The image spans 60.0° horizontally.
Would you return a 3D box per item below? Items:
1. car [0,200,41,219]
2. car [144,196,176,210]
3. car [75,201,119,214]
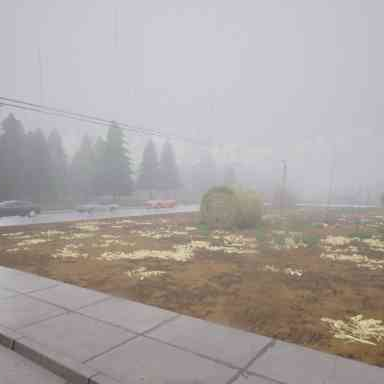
[{"bbox_3d":[-15.847,1.531,29.164,1.837,1.490,4.892,0,0,37],"label":"car"},{"bbox_3d":[-4.281,1.379,44.753,2.097,1.767,4.553,0,0,37],"label":"car"},{"bbox_3d":[-10.370,1.628,36.557,1.895,1.301,4.718,0,0,37],"label":"car"}]
